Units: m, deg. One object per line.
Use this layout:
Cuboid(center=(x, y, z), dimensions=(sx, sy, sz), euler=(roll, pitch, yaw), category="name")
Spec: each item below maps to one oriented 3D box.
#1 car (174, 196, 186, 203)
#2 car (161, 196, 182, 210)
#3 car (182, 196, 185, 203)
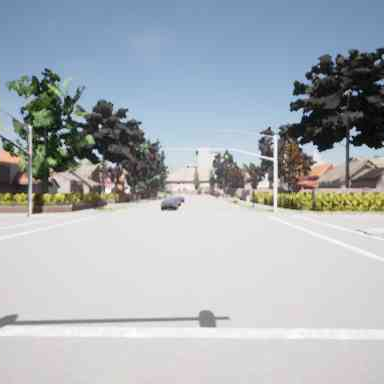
Cuboid(center=(-2.386, 1.440, 65.790), dimensions=(2.033, 1.411, 5.357), euler=(0, 0, 1), category="car")
Cuboid(center=(-2.714, 1.480, 41.026), dimensions=(2.033, 1.411, 5.357), euler=(0, 0, 1), category="car")
Cuboid(center=(-2.599, 1.463, 51.560), dimensions=(2.033, 1.411, 5.357), euler=(0, 0, 1), category="car")
